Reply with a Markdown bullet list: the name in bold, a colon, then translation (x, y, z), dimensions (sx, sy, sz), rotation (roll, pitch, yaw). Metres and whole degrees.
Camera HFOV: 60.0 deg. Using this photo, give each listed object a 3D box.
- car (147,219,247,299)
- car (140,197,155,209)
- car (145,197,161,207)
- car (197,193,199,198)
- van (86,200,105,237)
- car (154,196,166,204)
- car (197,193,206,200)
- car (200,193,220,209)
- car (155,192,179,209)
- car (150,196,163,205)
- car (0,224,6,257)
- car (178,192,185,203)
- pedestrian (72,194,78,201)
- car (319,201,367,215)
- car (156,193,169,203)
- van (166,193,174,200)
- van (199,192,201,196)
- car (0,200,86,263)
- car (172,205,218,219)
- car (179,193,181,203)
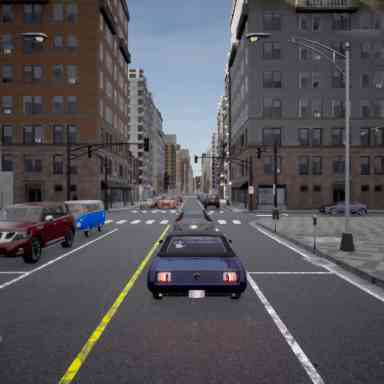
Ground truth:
- **car**: translation (0.091, 1.600, 8.381), dimensions (1.895, 1.301, 4.718), rotation (0, 0, 0)
- **car**: translation (-5.899, 1.461, 44.591), dimensions (1.752, 1.417, 4.829), rotation (0, 0, 0)
- **car**: translation (-5.905, 1.486, 50.416), dimensions (1.947, 1.339, 4.313), rotation (0, 0, 0)
- **car**: translation (2.600, 1.381, 73.195), dimensions (1.752, 1.417, 4.829), rotation (0, 0, 0)
- **van**: translation (-5.875, 1.338, 17.745), dimensions (1.690, 1.788, 3.998), rotation (0, 0, 0)
- **car**: translation (-5.915, 1.415, 61.556), dimensions (1.752, 1.417, 4.829), rotation (0, 0, 0)
- **car**: translation (2.584, 1.119, 89.993), dimensions (2.192, 1.841, 5.009), rotation (0, 0, 0)
- **car**: translation (2.627, 1.250, 44.741), dimensions (2.192, 1.841, 5.009), rotation (0, 0, 0)
- **car**: translation (-3.189, 1.291, 43.395), dimensions (2.097, 1.767, 4.553), rotation (0, 0, 2)
- **car**: translation (-5.909, 1.431, 55.901), dimensions (1.752, 1.417, 4.829), rotation (0, 0, 0)
- **car**: translation (-5.865, 1.565, 6.463), dimensions (1.947, 1.339, 4.313), rotation (0, 0, 0)
- **car**: translation (-3.083, 1.098, 66.818), dimensions (2.150, 2.045, 5.566), rotation (0, 0, 1)
- **pedestrian**: translation (-12.585, 1.094, 35.704), dimensions (0.375, 1.860, 0.375), rotation (0, 0, 1)
- **car**: translation (14.615, 1.521, 32.284), dimensions (4.181, 1.385, 1.994), rotation (0, 0, 1)
- **car**: translation (-5.920, 1.188, 67.381), dimensions (2.192, 1.841, 5.009), rotation (0, 0, 0)
- **van**: translation (-5.941, 1.145, 90.000), dimensions (1.690, 1.788, 3.998), rotation (0, 0, 0)
- **van**: translation (2.611, 1.230, 61.711), dimensions (1.690, 1.788, 3.998), rotation (0, 0, 0)
- **car**: translation (-5.870, 1.314, 12.104), dimensions (2.192, 1.841, 5.009), rotation (0, 0, 0)
- **car**: translation (0.079, 1.561, 17.141), dimensions (1.994, 1.385, 4.181), rotation (0, 0, 0)
- **car**: translation (-3.136, 1.417, 53.440), dimensions (1.837, 1.490, 4.892), rotation (0, 0, 0)
